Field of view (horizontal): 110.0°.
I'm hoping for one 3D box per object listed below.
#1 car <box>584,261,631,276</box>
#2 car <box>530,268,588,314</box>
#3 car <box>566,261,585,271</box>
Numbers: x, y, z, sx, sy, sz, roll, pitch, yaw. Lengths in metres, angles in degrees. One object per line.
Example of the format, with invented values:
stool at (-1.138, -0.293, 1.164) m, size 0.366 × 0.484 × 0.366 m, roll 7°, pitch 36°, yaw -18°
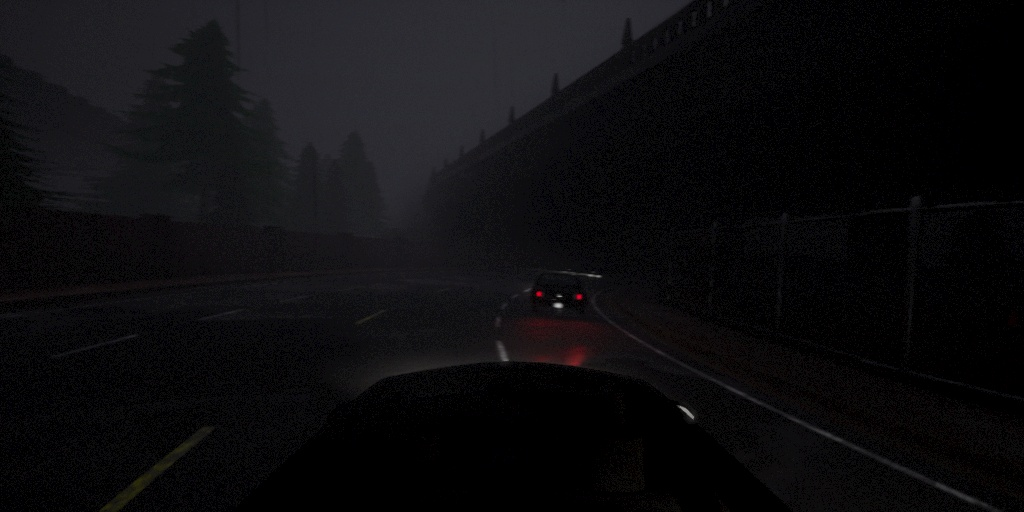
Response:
car at (11.228, 1.497, 41.004) m, size 5.357 × 1.411 × 2.033 m, roll 3°, pitch 1°, yaw -33°
car at (1.758, 1.311, 13.924) m, size 1.895 × 1.301 × 4.718 m, roll 3°, pitch 1°, yaw 6°
car at (9.013, 1.337, 43.712) m, size 5.357 × 1.411 × 2.033 m, roll 3°, pitch 1°, yaw -33°
